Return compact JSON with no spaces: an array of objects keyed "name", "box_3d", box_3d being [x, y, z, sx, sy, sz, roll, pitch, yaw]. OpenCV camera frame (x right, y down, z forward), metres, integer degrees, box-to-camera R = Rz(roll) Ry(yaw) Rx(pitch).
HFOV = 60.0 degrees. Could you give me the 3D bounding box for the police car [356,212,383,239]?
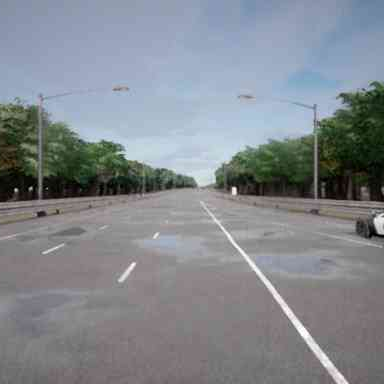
[{"name":"police car","box_3d":[8.667,1.302,13.258,2.038,1.542,4.974,0,0,-10]}]
